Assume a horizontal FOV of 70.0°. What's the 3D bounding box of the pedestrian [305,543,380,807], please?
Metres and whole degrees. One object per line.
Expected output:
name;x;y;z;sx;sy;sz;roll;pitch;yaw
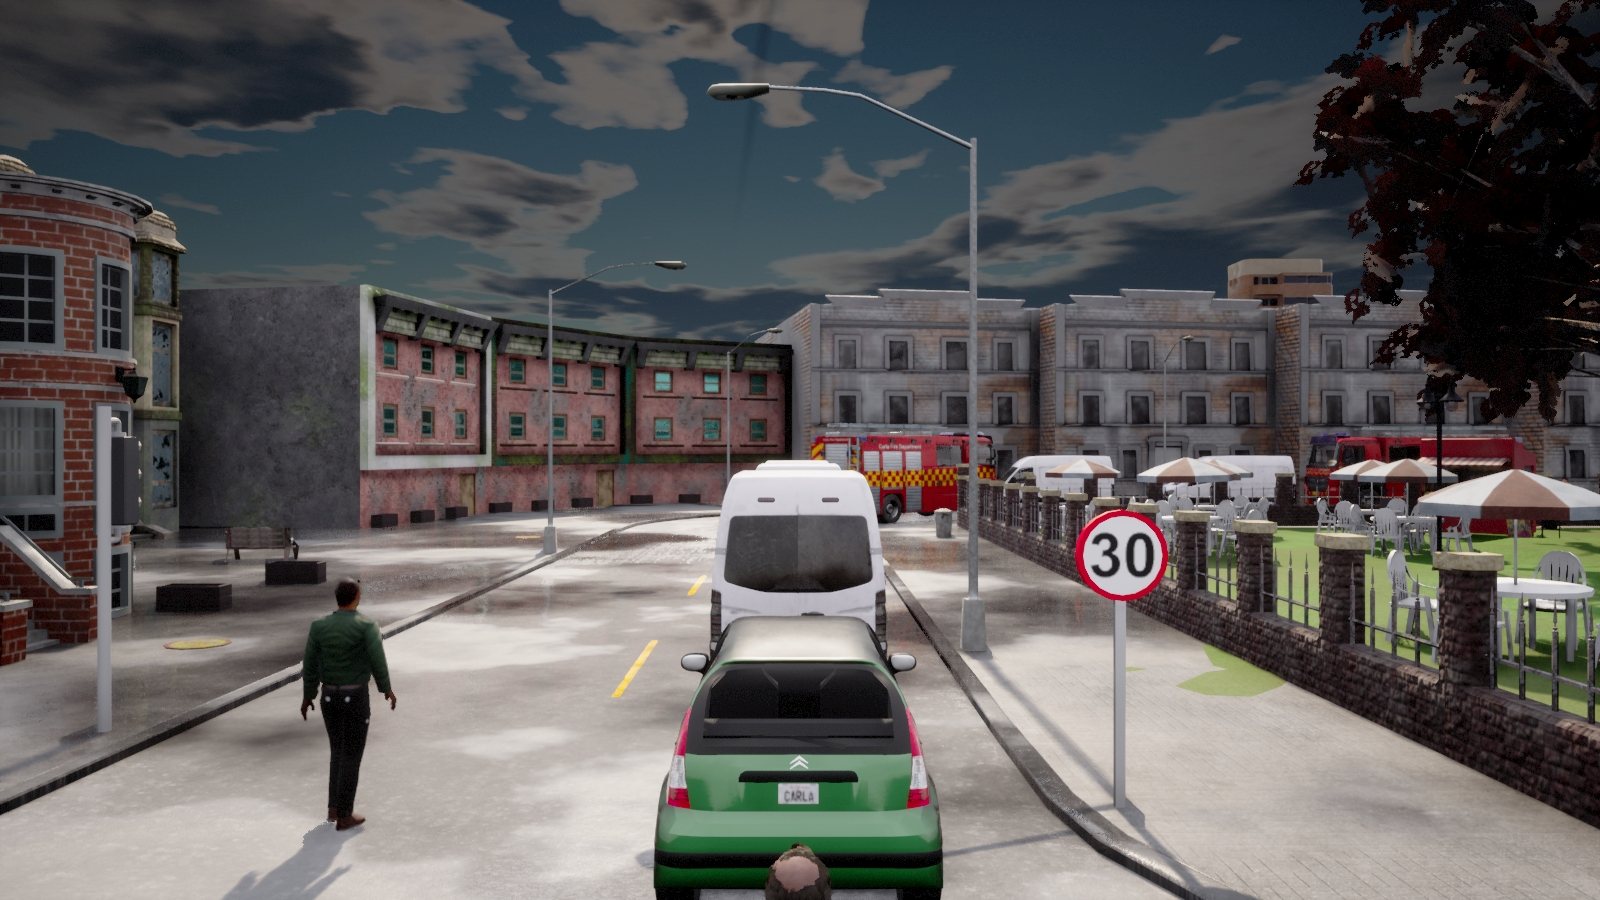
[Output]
pedestrian;-3.354;1.628;8.388;0.375;1.860;0.375;0;0;7

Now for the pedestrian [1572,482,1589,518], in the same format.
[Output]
pedestrian;28.481;1.805;41.704;0.375;1.300;0.375;0;0;0

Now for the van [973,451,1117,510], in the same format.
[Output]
van;10.768;1.314;50.430;5.915;2.561;1.988;0;0;0

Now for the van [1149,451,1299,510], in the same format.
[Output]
van;18.656;1.314;50.452;5.915;2.561;1.988;0;0;0

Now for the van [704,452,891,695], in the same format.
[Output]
van;-0.025;1.315;15.105;1.988;2.561;5.915;0;0;0

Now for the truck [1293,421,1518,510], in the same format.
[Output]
truck;26.739;0.670;50.713;8.468;3.827;2.891;0;0;0

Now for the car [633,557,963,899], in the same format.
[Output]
car;-0.015;1.779;8.404;1.851;1.617;3.988;0;0;0

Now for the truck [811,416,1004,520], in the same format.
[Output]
truck;4.502;0.672;46.247;8.468;3.827;2.891;0;0;-43
